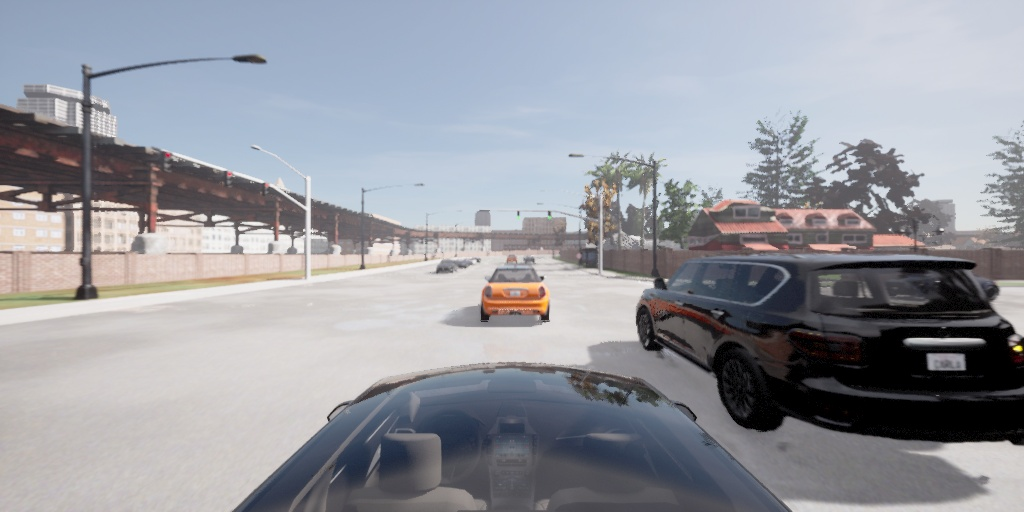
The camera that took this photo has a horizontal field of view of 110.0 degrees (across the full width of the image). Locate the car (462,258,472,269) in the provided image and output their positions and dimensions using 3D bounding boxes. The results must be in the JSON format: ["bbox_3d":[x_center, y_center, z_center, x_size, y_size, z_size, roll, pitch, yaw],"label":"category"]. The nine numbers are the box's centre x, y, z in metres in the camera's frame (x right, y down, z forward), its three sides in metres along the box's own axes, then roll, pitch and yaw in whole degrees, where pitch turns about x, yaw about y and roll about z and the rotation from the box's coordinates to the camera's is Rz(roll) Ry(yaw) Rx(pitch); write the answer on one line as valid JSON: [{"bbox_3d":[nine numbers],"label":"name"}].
[{"bbox_3d":[-7.033,1.053,48.871,1.994,1.385,4.181,0,1,1],"label":"car"}]

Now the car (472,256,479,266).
[{"bbox_3d":[-7.004,0.928,58.836,1.895,1.301,4.718,0,1,0],"label":"car"}]

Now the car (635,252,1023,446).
[{"bbox_3d":[3.752,0.970,5.694,2.150,2.045,5.566,0,0,2],"label":"car"}]

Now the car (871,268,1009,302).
[{"bbox_3d":[19.892,1.310,16.833,4.181,1.385,1.994,0,0,-1],"label":"car"}]

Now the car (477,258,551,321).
[{"bbox_3d":[0.099,1.090,12.459,2.097,1.767,4.553,0,0,0],"label":"car"}]

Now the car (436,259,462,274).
[{"bbox_3d":[-7.092,1.107,39.525,1.837,1.490,4.892,0,1,0],"label":"car"}]
